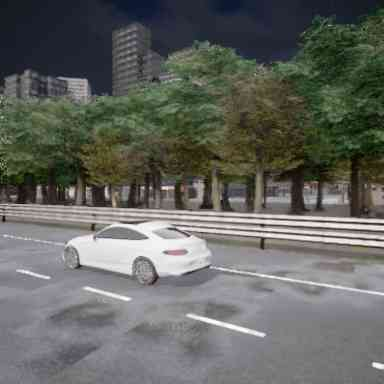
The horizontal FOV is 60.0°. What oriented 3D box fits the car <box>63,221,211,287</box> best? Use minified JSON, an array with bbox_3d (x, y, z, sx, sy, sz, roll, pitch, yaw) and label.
[{"bbox_3d":[-1.669,1.536,9.356,4.674,1.442,1.812,0,0,36],"label":"car"}]
